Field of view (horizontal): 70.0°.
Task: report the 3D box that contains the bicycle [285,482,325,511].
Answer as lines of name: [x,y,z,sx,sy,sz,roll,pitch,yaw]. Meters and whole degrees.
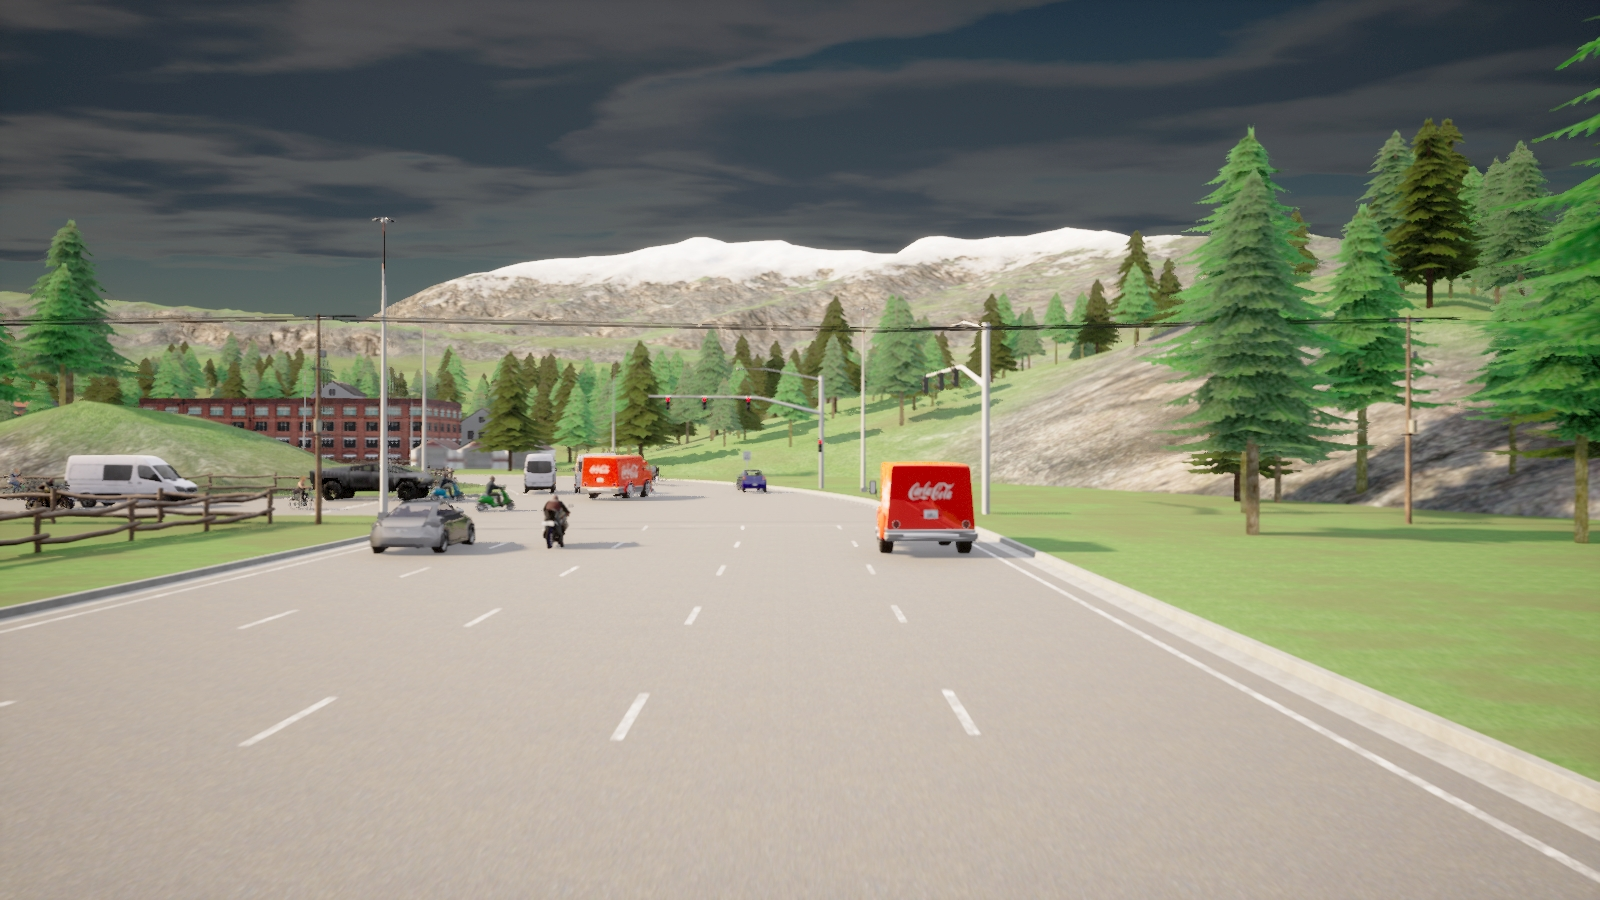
bicycle: [-23.013,2.159,53.132,1.487,1.276,0.859,0,0,-1]

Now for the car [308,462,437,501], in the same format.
car: [-23.742,1.755,63.614,6.274,2.098,2.390,0,0,-1]

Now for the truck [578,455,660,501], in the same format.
truck: [-10.484,1.572,66.661,2.627,2.467,5.204,0,0,18]

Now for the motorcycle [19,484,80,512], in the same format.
motorcycle: [-34.744,2.207,52.909,2.209,1.251,0.867,0,0,-1]

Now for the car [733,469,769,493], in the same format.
car: [-3.325,2.039,76.798,1.845,1.501,3.633,0,0,-11]

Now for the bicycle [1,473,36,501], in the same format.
bicycle: [-43.293,2.058,63.288,1.643,1.496,0.373,0,0,-1]

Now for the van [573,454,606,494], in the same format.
van: [-14.049,1.535,76.077,1.988,2.561,5.915,0,0,-12]

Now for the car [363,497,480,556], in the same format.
car: [-10.624,2.119,32.401,1.994,1.385,4.181,0,0,-1]

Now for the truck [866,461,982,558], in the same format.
truck: [3.379,1.568,32.255,2.627,2.467,5.204,0,0,-1]

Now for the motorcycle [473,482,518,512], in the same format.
motorcycle: [-13.859,2.142,51.950,1.805,1.316,0.856,0,-3,-28]

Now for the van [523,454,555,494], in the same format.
van: [-17.329,1.536,75.974,1.988,2.561,5.915,0,0,-12]

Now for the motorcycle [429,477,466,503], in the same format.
motorcycle: [-18.927,2.143,61.259,1.805,1.316,0.856,0,-2,-23]

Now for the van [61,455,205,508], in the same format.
van: [-32.887,1.536,56.432,5.915,2.561,1.988,0,0,-1]

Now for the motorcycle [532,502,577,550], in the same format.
motorcycle: [-7.149,2.205,33.342,0.867,1.251,2.209,0,0,-1]
